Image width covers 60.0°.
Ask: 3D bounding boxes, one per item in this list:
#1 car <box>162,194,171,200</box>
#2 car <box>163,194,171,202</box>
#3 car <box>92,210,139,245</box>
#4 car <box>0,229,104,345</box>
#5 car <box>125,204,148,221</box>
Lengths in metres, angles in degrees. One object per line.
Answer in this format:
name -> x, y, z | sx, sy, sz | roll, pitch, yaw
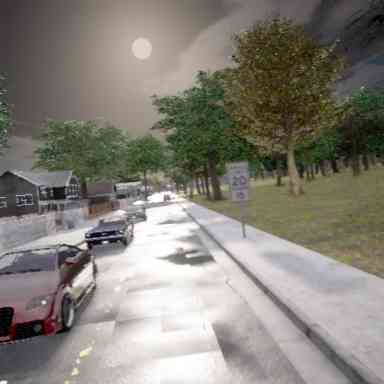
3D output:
car -> -6.754, 1.265, 88.309 | 2.033, 1.411, 5.357 | -6, 1, -4
car -> -5.933, 1.433, 77.923 | 2.128, 1.511, 4.902 | -6, 1, -4
car -> -4.049, 1.924, 16.958 | 1.895, 1.301, 4.718 | -6, 0, -4
car -> -3.297, 1.872, 7.046 | 1.994, 1.385, 4.181 | -6, 0, -5
car -> -5.064, 1.848, 30.204 | 1.812, 1.442, 4.674 | -6, 0, -4
